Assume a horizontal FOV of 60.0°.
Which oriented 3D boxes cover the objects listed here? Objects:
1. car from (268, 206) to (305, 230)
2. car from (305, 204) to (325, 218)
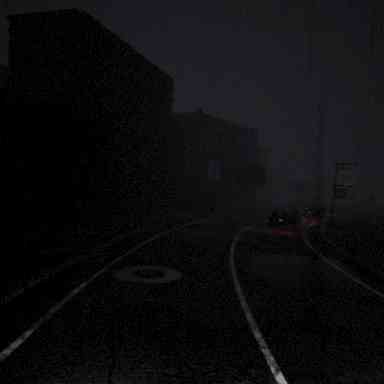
[{"bbox_3d":[7.022,1.821,24.938,1.882,1.535,5.008,5,1,23],"label":"car"},{"bbox_3d":[14.655,2.160,39.807,2.128,1.511,4.902,6,2,30],"label":"car"}]
